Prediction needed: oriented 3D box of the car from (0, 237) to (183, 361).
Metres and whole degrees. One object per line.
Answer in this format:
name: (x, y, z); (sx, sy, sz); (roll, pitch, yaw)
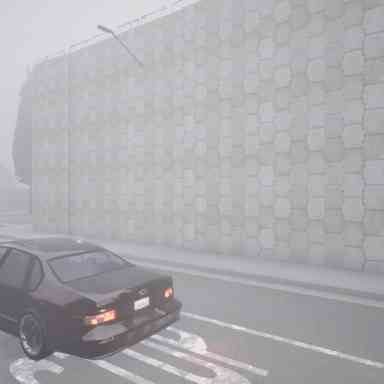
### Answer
car: (-2.725, 1.547, 5.927); (5.357, 1.411, 2.033); (0, 0, 35)
